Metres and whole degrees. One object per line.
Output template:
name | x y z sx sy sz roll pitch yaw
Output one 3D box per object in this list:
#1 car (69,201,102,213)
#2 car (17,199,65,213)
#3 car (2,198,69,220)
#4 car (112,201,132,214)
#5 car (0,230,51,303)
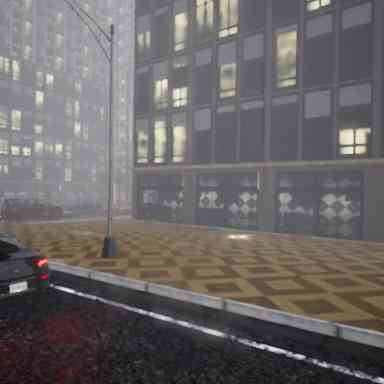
car | -13.310 1.738 40.134 1.895 1.301 4.718 1 0 36
car | -17.539 1.584 38.769 1.752 1.417 4.829 1 0 36
car | -14.028 1.474 29.399 2.192 1.841 5.009 1 0 36
car | -7.244 1.786 38.620 1.752 1.417 4.829 1 0 36
car | -4.918 1.509 7.173 4.674 1.442 1.812 0 0 35
